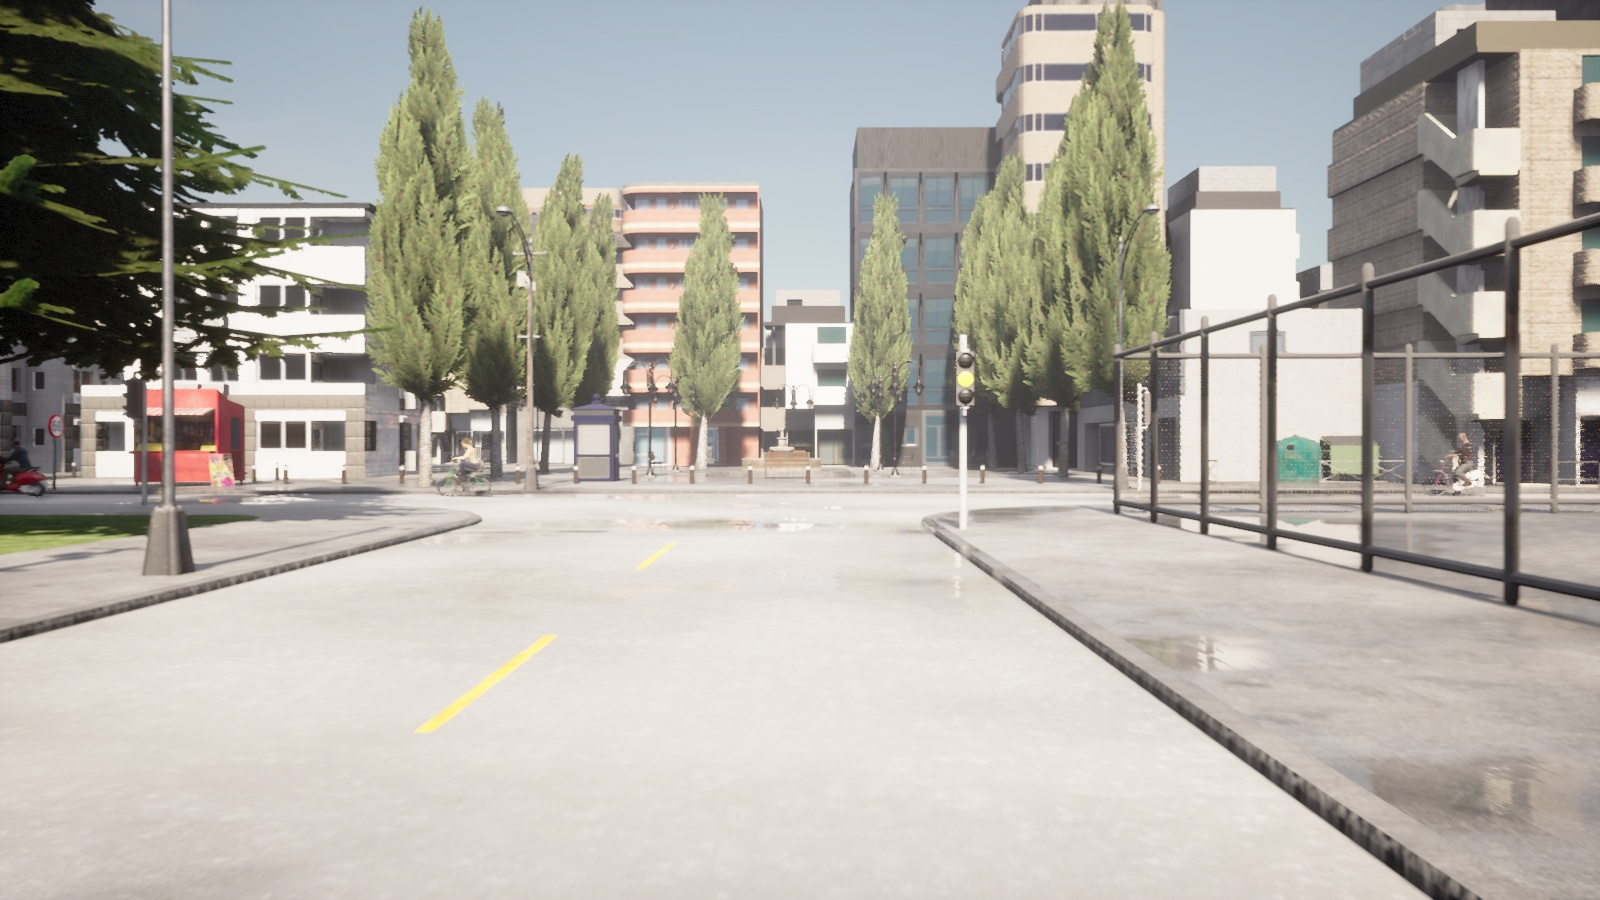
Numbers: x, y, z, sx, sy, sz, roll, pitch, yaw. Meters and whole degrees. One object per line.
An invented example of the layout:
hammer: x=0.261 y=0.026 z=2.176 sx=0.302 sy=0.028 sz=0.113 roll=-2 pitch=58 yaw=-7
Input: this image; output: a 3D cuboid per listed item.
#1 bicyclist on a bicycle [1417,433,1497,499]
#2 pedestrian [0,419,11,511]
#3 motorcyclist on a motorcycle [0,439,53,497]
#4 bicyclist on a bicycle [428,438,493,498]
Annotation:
bicyclist on a bicycle: x=18.020 y=0.437 z=34.471 sx=1.843 sy=1.776 sz=0.659 roll=0 pitch=0 yaw=0
pedestrian: x=-16.353 y=0.301 z=25.195 sx=0.694 sy=1.848 sz=0.540 roll=0 pitch=0 yaw=-2
motorcyclist on a motorcycle: x=-21.787 y=0.487 z=34.653 sx=1.817 sy=1.590 sz=0.866 roll=0 pitch=0 yaw=0
bicyclist on a bicycle: x=-9.316 y=0.481 z=34.478 sx=1.509 sy=1.612 sz=0.866 roll=0 pitch=1 yaw=3
